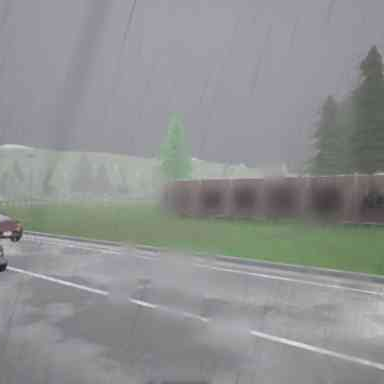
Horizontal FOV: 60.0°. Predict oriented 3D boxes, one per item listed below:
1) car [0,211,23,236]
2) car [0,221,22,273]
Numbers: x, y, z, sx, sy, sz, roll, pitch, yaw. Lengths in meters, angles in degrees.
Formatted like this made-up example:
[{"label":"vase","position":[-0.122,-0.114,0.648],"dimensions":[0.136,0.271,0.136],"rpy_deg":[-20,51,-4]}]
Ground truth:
[{"label":"car","position":[-9.463,1.553,15.065],"dimensions":[4.674,1.442,1.812],"rpy_deg":[0,0,36]},{"label":"car","position":[-7.079,1.566,9.046],"dimensions":[5.357,1.411,2.033],"rpy_deg":[0,0,36]}]
